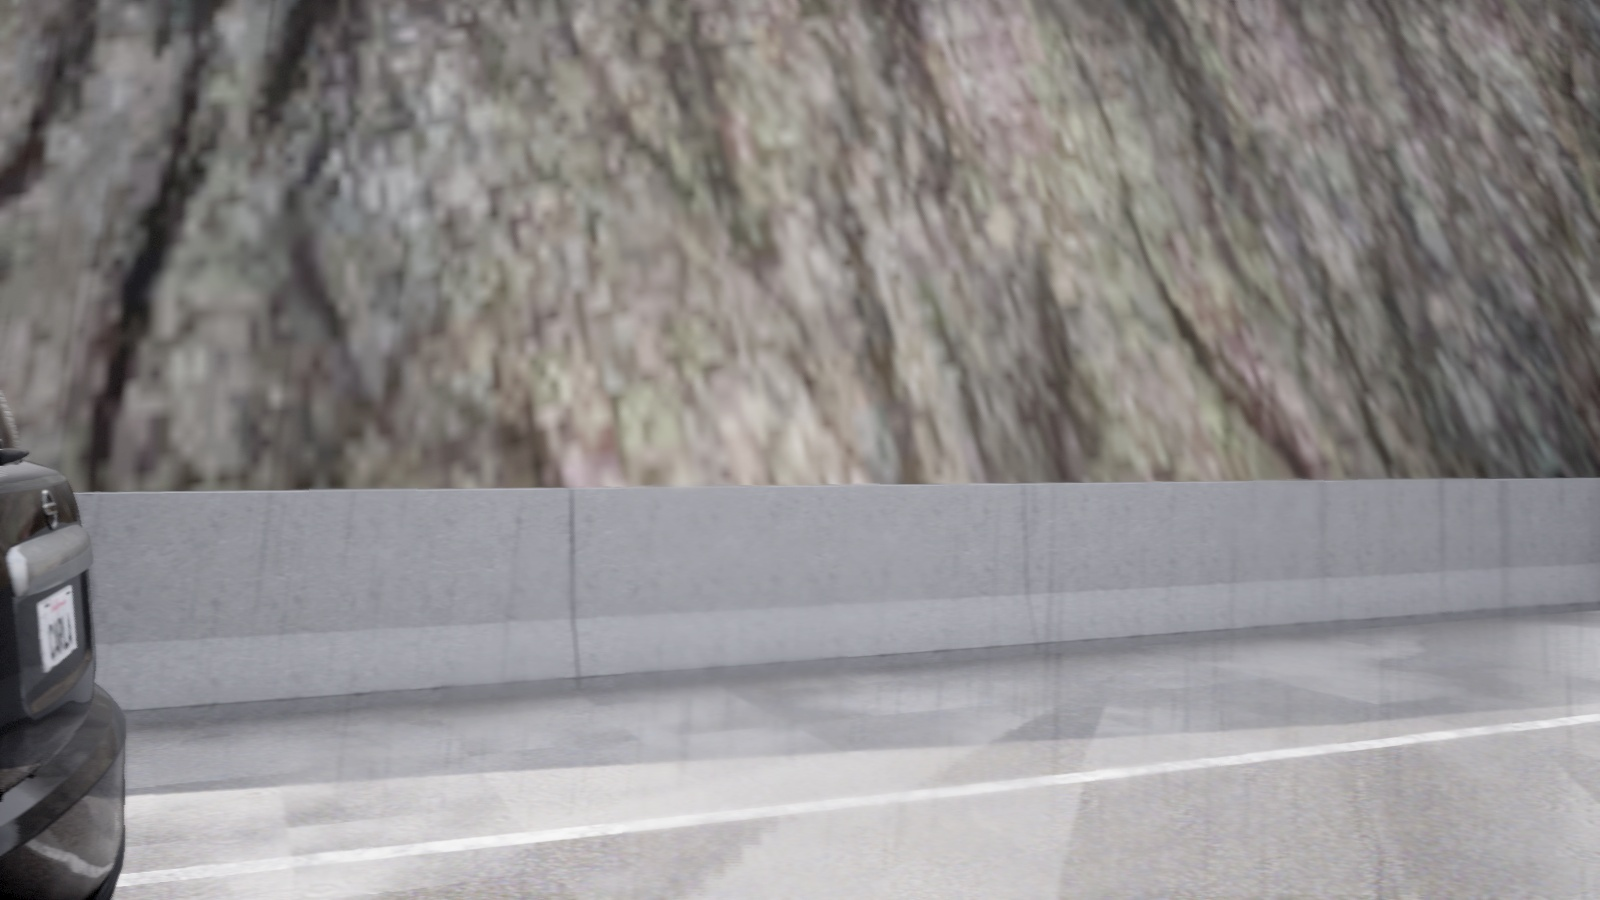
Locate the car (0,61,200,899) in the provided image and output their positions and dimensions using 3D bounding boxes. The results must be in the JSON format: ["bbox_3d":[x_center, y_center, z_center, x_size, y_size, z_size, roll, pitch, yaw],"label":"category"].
[{"bbox_3d":[-4.024,0.540,1.718,5.566,2.045,2.150,-1,1,-20],"label":"car"}]
